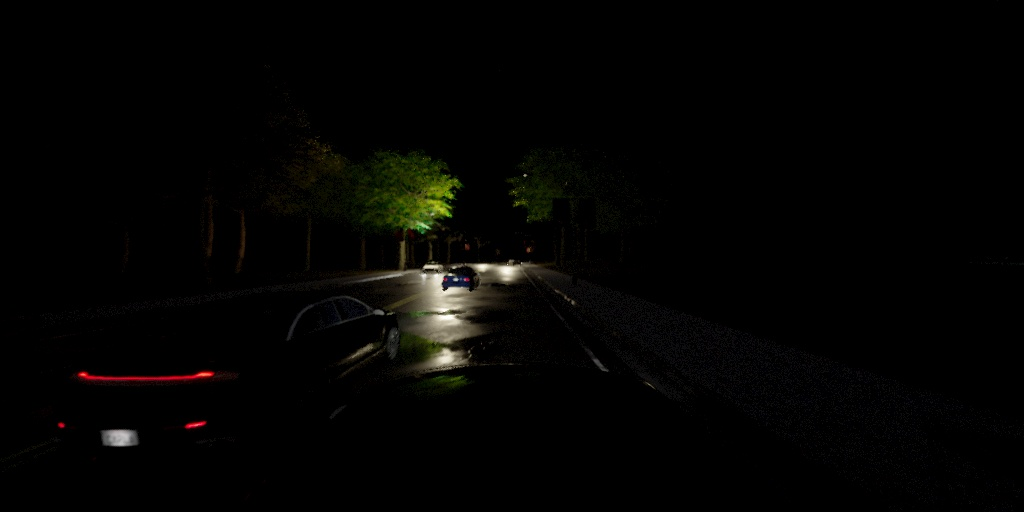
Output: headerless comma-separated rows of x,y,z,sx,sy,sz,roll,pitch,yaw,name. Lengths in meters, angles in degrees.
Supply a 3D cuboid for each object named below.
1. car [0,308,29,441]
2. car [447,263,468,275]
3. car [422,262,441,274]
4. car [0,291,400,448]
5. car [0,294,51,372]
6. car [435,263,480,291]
-6.601,1.296,1.463,2.033,1.411,5.357,0,0,0,car
-6.591,1.530,43.673,1.895,1.301,4.718,0,0,0,car
-9.840,1.459,44.818,1.812,1.442,4.674,0,0,0,car
-3.151,1.259,5.308,2.128,1.511,4.902,0,0,0,car
-9.851,1.364,4.563,1.895,1.301,4.718,0,0,0,car
-3.153,1.390,22.622,2.033,1.411,5.357,0,0,0,car
